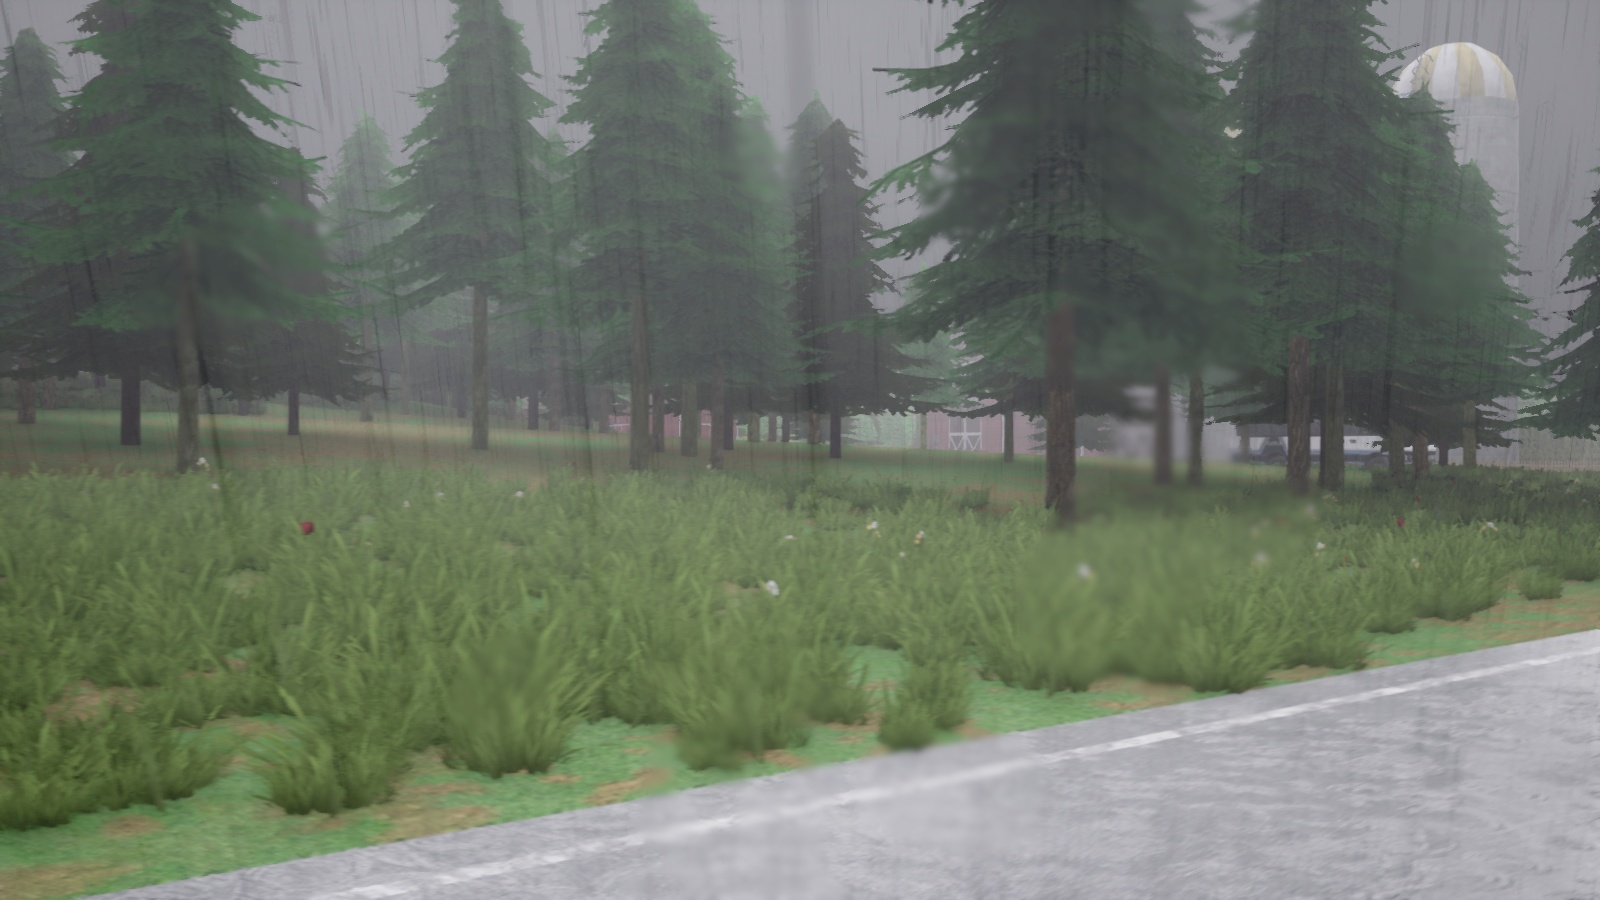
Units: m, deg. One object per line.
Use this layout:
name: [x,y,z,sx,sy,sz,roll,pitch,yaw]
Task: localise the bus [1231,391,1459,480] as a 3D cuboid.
bus: [27.894,-0.669,64.892,3.944,4.253,10.273,0,0,-35]
